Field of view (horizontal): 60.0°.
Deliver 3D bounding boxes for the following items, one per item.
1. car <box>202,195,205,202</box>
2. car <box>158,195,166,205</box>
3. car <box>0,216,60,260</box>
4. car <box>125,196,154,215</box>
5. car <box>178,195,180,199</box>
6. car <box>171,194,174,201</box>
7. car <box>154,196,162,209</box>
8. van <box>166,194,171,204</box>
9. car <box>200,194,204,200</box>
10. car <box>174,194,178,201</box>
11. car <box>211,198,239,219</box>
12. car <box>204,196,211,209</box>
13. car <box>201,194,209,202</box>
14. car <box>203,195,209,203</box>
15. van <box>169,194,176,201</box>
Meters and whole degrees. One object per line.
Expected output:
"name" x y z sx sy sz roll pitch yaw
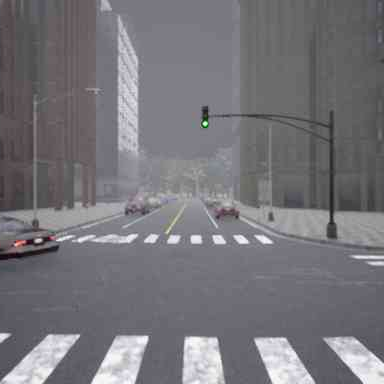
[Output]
"car" 3.080 1.589 56.081 1.887 1.381 4.507 0 0 0
"car" -5.476 1.577 50.521 1.752 1.417 4.829 0 0 0
"car" -6.921 1.457 10.781 5.357 1.411 2.033 1 0 21
"car" -5.565 1.351 34.378 2.192 1.841 5.009 0 0 0
"car" -5.236 1.631 94.021 1.752 1.417 4.829 0 0 0
"car" -5.385 1.620 67.003 2.008 1.369 4.403 0 0 0
"car" -5.504 1.628 45.253 1.802 1.307 4.206 0 0 0
"van" -5.415 1.404 61.566 1.690 1.788 3.998 0 0 0
"car" 3.171 1.588 72.563 1.752 1.417 4.829 0 0 0
"car" -5.295 1.656 83.315 1.947 1.339 4.313 0 0 0
"car" 2.930 1.458 28.894 1.967 1.590 4.097 0 0 0
"car" 3.021 1.583 45.206 2.008 1.369 4.403 0 0 0
"car" 3.111 1.575 61.689 1.752 1.417 4.829 0 0 0
"car" 3.050 1.583 50.644 1.887 1.381 4.507 0 0 0
"van" -5.266 1.439 88.753 1.690 1.788 3.998 0 0 0
